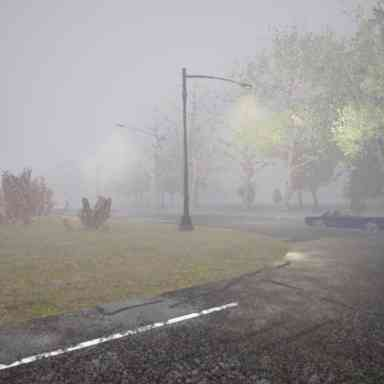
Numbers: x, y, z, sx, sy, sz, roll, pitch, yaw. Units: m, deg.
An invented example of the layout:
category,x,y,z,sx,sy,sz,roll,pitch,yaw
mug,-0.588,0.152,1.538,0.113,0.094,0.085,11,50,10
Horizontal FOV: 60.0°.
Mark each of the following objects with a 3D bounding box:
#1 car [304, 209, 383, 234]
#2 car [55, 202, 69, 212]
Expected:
category,x,y,z,sx,sy,sz,roll,pitch,yaw
car,9.344,1.705,19.865,1.895,1.301,4.718,-1,-1,-45
car,-19.332,2.142,47.349,4.718,1.301,1.895,-1,0,43
